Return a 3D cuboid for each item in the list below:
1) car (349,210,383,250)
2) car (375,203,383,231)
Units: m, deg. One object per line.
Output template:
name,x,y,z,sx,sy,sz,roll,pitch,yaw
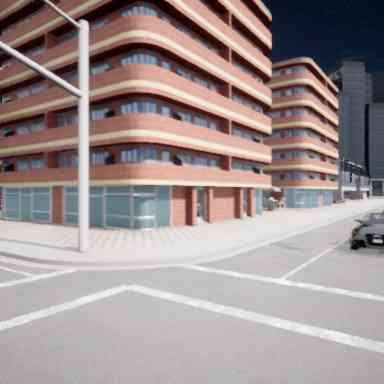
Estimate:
car,7.685,1.543,13.365,1.994,1.385,4.181,0,0,35
car,13.028,1.512,21.026,2.033,1.411,5.357,0,0,35
